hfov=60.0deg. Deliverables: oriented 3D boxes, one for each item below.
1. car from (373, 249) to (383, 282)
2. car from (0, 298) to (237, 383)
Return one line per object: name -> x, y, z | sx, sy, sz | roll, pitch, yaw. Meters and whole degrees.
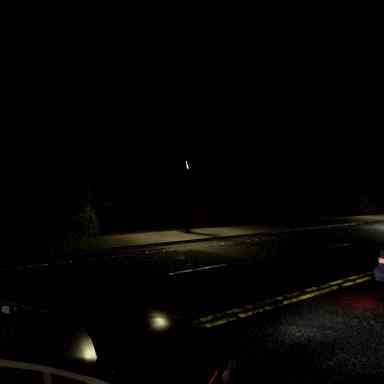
car -> 6.574, 1.550, 8.179 | 5.357, 1.411, 2.033 | 0, 0, -35
car -> -1.815, 1.491, 2.143 | 4.902, 1.511, 2.128 | 0, 0, -36
